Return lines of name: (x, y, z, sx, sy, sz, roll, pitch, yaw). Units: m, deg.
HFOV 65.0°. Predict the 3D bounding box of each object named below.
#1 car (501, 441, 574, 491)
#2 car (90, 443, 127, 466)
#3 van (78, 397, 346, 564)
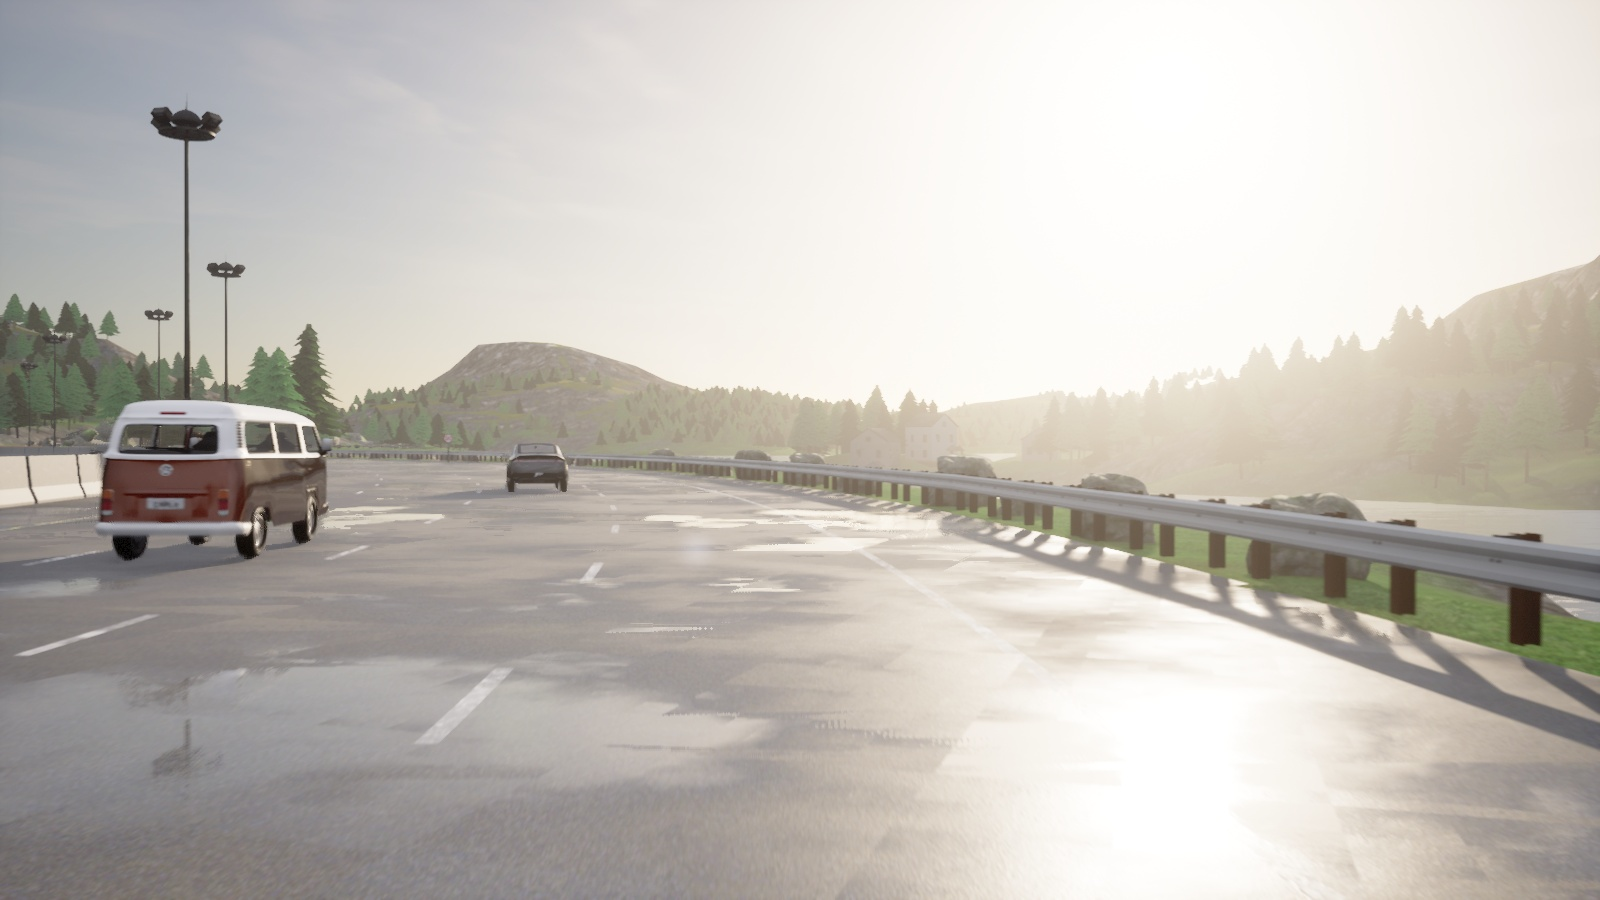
car: (-8.484, 0.471, 40.257, 2.128, 1.511, 4.902, 0, 0, -14)
car: (-45.724, 0.258, 82.997, 1.837, 1.490, 4.892, 0, 0, -33)
van: (-7.994, 0.366, 17.599, 2.069, 2.038, 4.480, 0, 0, -6)
